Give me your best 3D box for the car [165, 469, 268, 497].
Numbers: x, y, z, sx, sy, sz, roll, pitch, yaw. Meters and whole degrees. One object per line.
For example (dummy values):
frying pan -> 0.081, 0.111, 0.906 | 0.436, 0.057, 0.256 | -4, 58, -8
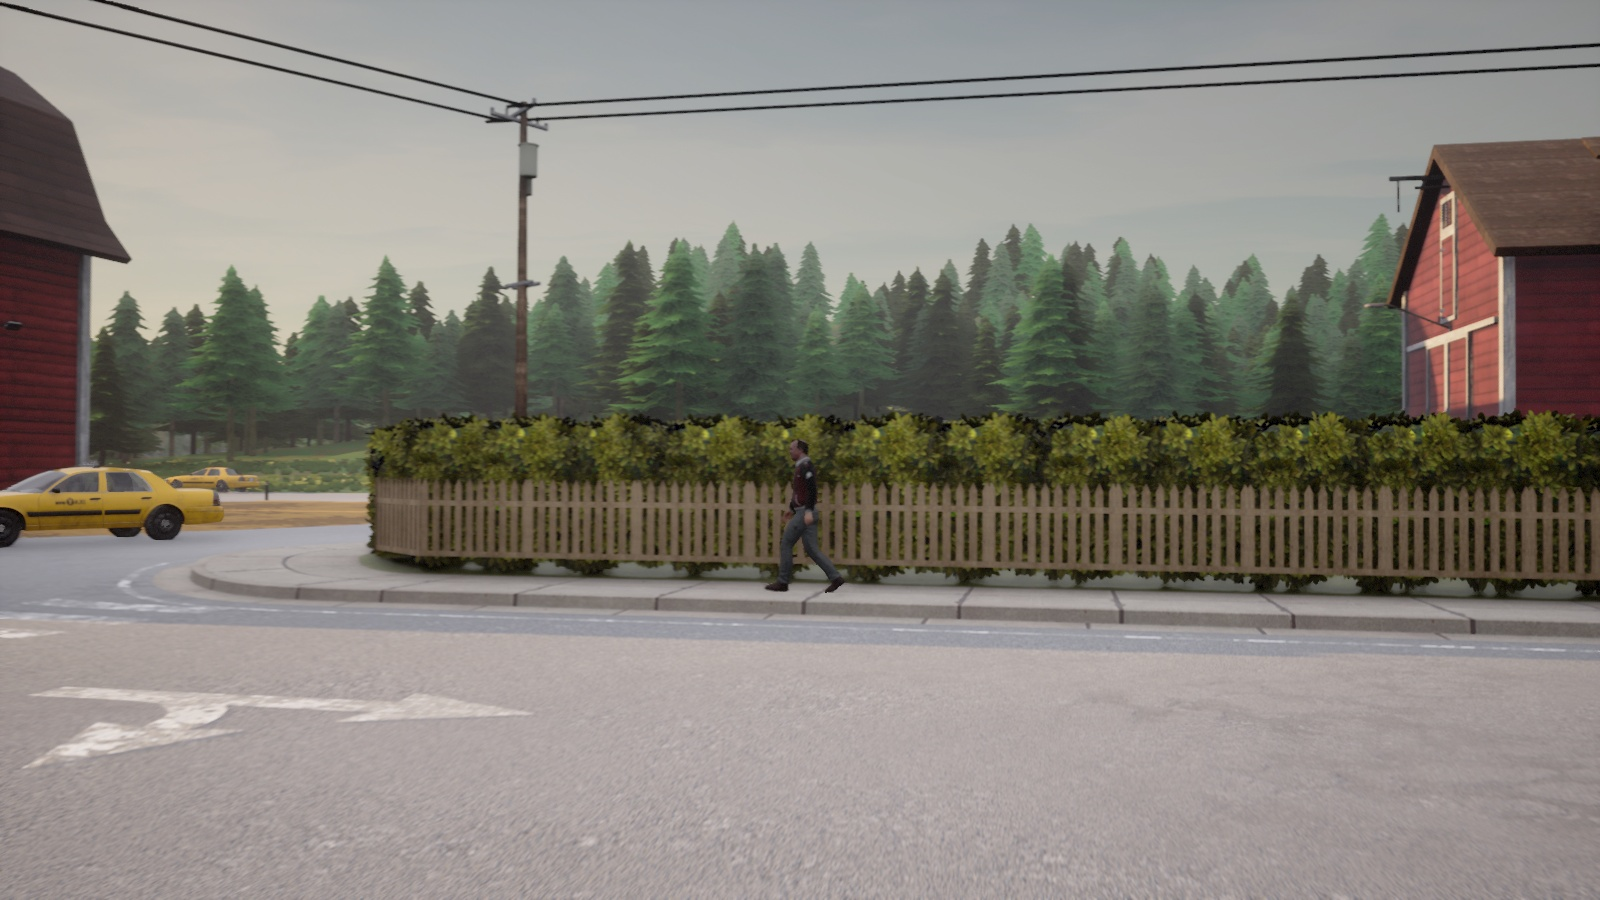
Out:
car -> -33.414, 1.906, 71.941 | 5.366, 1.575, 1.801 | 0, -1, 12

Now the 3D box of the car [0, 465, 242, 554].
car -> -13.864, 1.085, 24.360 | 1.801, 1.575, 5.366 | -1, -1, 37

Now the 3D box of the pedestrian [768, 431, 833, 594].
pedestrian -> 0.012, 0.716, 14.565 | 0.720, 1.854, 0.376 | 0, -1, 6
